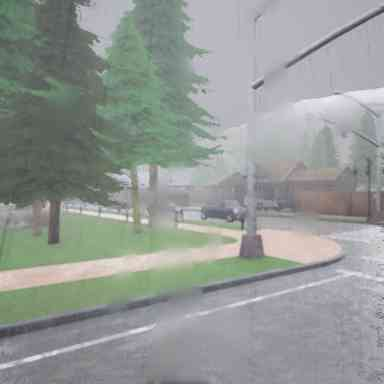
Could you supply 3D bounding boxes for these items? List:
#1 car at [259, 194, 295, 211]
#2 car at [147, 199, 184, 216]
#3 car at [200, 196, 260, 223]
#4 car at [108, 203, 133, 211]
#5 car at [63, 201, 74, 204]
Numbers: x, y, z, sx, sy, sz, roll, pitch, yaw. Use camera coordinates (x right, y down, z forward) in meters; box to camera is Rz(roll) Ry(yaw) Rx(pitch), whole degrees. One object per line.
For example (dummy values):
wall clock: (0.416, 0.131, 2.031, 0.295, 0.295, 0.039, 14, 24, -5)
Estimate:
car: (10.120, 1.209, 37.535, 4.605, 1.855, 1.932, 0, 0, -37)
car: (-2.693, 1.505, 33.066, 2.128, 1.511, 4.902, 0, 0, -37)
car: (2.689, 1.366, 25.855, 2.097, 1.767, 4.553, 0, 0, -37)
car: (-8.903, 1.516, 41.329, 1.837, 1.490, 4.892, 0, 0, -37)
car: (-21.869, 1.504, 61.213, 4.902, 1.511, 2.128, 0, 0, 42)
